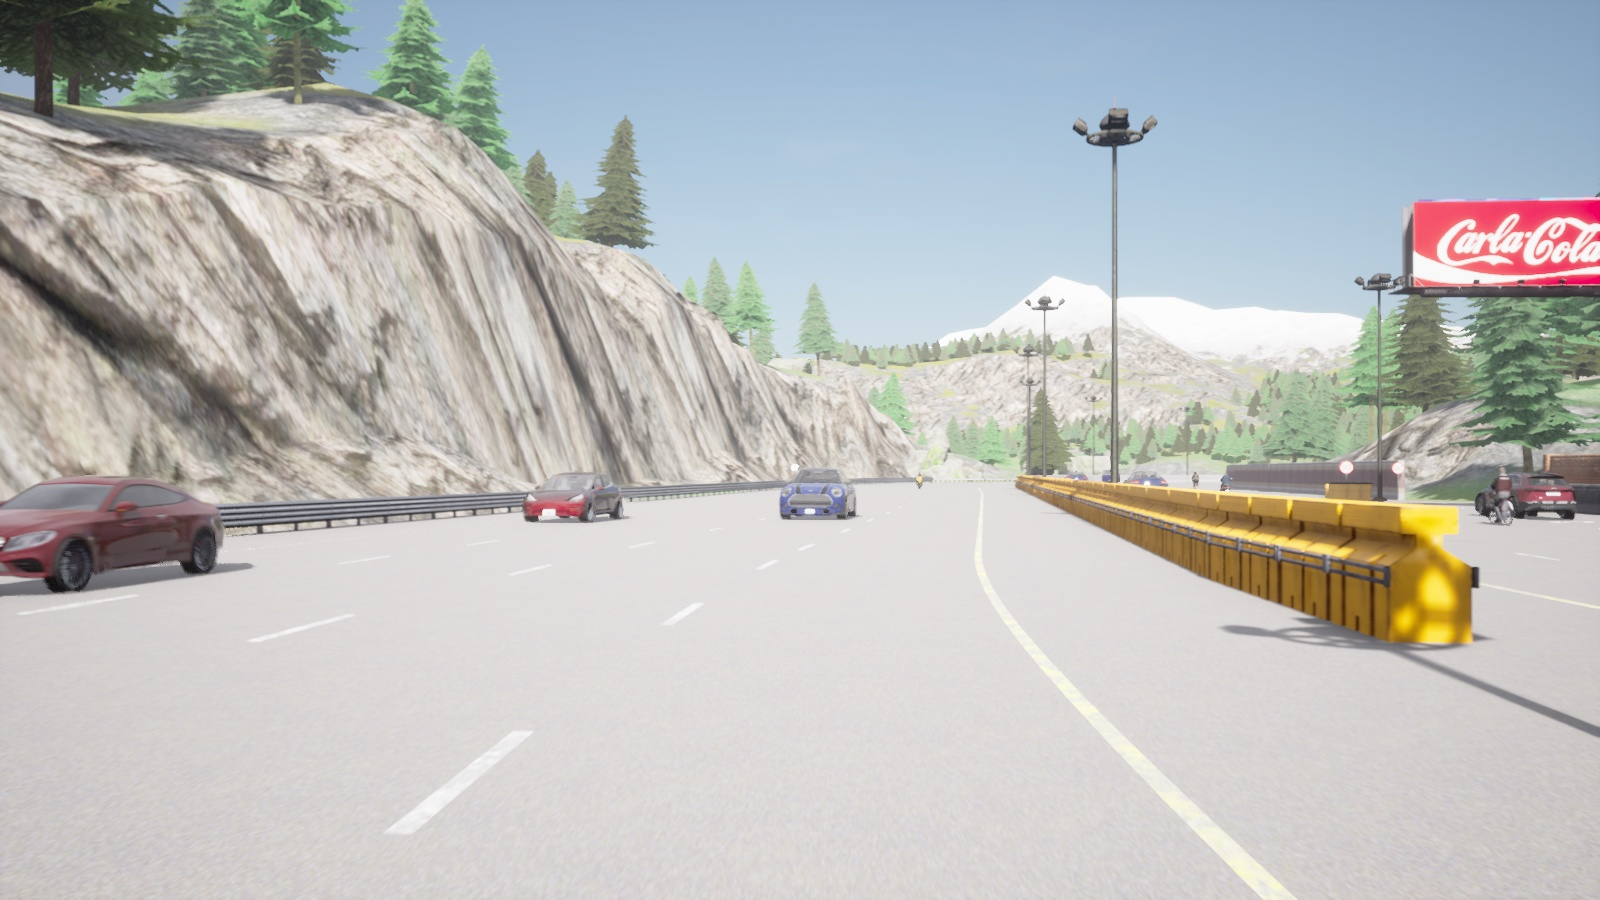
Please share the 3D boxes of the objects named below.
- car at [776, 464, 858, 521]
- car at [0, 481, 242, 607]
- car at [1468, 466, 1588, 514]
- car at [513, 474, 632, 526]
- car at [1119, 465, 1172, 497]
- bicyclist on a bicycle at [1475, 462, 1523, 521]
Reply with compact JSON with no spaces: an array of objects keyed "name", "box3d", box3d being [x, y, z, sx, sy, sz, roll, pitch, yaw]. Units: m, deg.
[{"name":"car","box3d":[0.630,1.359,41.092,2.097,1.767,4.553,0,-1,8]},{"name":"car","box3d":[-9.733,1.164,17.133,1.812,1.442,4.674,0,-1,5]},{"name":"car","box3d":[25.972,1.401,45.012,2.033,1.649,4.856,0,-1,8]},{"name":"car","box3d":[-6.847,1.483,38.371,2.163,1.488,4.792,0,-1,8]},{"name":"car","box3d":[18.818,1.671,68.620,2.152,1.651,5.027,0,-1,8]},{"name":"bicyclist on a bicycle","box3d":[21.495,1.251,38.634,0.659,1.776,1.843,0,-1,8]}]
